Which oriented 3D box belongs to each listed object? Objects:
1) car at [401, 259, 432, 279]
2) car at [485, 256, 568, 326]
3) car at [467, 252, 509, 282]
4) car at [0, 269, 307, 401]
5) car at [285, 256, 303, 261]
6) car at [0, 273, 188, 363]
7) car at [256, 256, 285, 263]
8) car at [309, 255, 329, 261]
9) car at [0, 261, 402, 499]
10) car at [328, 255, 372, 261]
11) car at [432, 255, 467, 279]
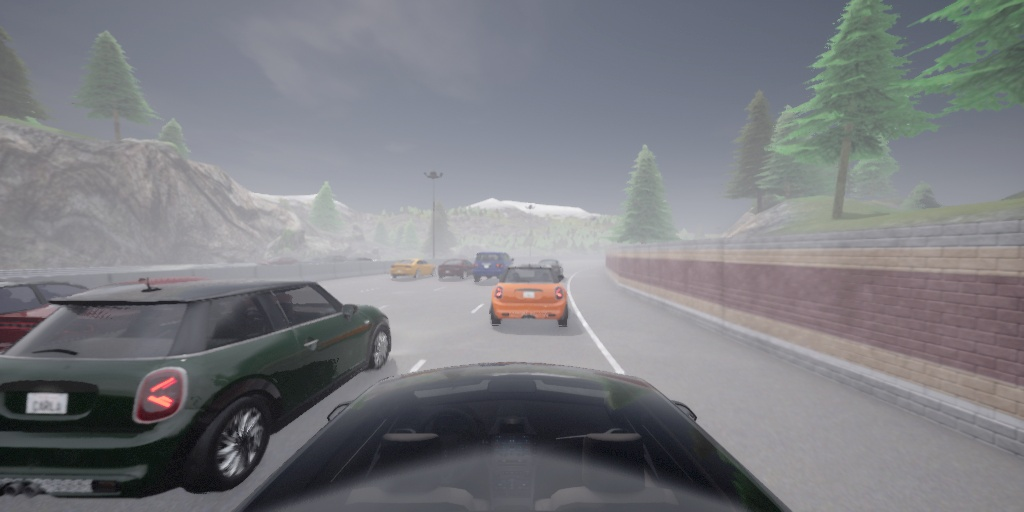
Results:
[{"bbox_3d":[-7.661,0.936,28.291,1.882,1.535,5.008,0,1,11],"label":"car"},{"bbox_3d":[0.595,1.002,11.411,2.097,1.767,4.553,0,1,4],"label":"car"},{"bbox_3d":[-1.139,0.725,25.310,2.150,2.045,5.566,0,1,10],"label":"car"},{"bbox_3d":[-6.687,1.155,7.368,1.882,1.535,5.008,0,1,3],"label":"car"},{"bbox_3d":[-22.811,0.840,41.344,2.033,1.411,5.357,0,1,15],"label":"car"},{"bbox_3d":[-10.212,1.218,7.395,2.033,1.411,5.357,0,1,3],"label":"car"},{"bbox_3d":[-26.511,0.767,40.900,1.882,1.535,5.008,0,1,14],"label":"car"},{"bbox_3d":[-19.761,0.673,39.033,2.097,1.767,4.553,0,1,14],"label":"car"},{"bbox_3d":[-3.294,1.064,4.714,2.097,1.767,4.553,0,1,2],"label":"car"},{"bbox_3d":[-16.494,0.849,37.723,1.837,1.490,4.892,0,0,14],"label":"car"},{"bbox_3d":[-4.139,0.946,28.063,1.882,1.535,5.008,0,1,11],"label":"car"}]
